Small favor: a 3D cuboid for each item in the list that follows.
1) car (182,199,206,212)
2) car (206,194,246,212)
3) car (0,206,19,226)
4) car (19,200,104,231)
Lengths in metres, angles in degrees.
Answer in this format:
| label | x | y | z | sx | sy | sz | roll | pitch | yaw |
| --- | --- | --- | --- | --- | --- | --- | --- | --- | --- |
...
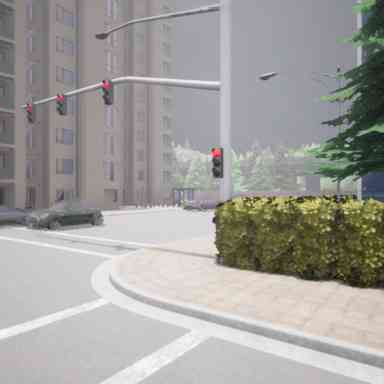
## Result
| label | x | y | z | sx | sy | sz | roll | pitch | yaw |
| --- | --- | --- | --- | --- | --- | --- | --- | --- | --- |
| car | 1.154 | 1.543 | 38.901 | 2.033 | 1.411 | 5.357 | 0 | 0 | 36 |
| car | 4.309 | 1.218 | 37.277 | 2.150 | 2.045 | 5.566 | 0 | 0 | 37 |
| car | -12.382 | 1.559 | 20.979 | 1.994 | 1.385 | 4.181 | 0 | 0 | 41 |
| car | -7.840 | 1.348 | 20.732 | 2.097 | 1.767 | 4.553 | 0 | 0 | 36 |
